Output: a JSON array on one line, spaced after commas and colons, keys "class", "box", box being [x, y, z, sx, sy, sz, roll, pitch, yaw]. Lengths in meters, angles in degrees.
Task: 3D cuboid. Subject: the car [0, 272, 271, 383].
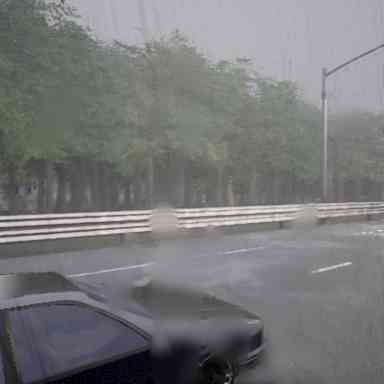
[{"class": "car", "box": [-1.644, 1.534, 3.039, 5.357, 1.411, 2.033, 0, 0, -38]}]
